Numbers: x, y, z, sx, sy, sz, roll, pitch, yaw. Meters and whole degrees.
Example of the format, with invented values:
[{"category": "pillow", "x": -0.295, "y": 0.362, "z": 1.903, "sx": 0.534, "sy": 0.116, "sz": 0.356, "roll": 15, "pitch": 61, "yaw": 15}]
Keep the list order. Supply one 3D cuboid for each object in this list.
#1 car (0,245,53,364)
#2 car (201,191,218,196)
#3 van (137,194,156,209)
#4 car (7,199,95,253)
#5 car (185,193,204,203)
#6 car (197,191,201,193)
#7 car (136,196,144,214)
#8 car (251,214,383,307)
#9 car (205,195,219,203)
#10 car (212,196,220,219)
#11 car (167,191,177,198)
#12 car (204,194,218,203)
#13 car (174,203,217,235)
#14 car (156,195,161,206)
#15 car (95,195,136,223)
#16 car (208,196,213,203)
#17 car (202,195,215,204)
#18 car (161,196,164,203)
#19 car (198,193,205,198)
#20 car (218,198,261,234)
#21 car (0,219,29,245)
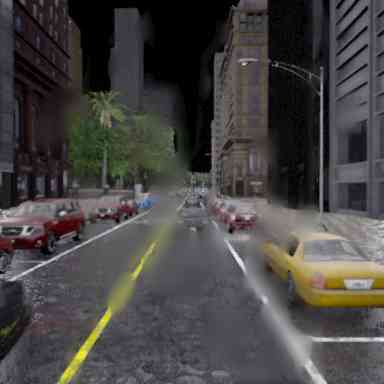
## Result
[{"category": "car", "x": -3.095, "y": 1.531, "z": 2.198, "sx": 2.033, "sy": 1.411, "sz": 5.357, "roll": 0, "pitch": 0, "yaw": 0}, {"category": "car", "x": 2.749, "y": 1.030, "z": 45.624, "sx": 2.192, "sy": 1.841, "sz": 5.009, "roll": 0, "pitch": 0, "yaw": 0}, {"category": "van", "x": -5.775, "y": 1.089, "z": 40.212, "sx": 1.690, "sy": 1.788, "sz": 3.998, "roll": 0, "pitch": 0, "yaw": 0}, {"category": "car", "x": -5.769, "y": 1.229, "z": 13.082, "sx": 2.192, "sy": 1.841, "sz": 5.009, "roll": 0, "pitch": 0, "yaw": 0}, {"category": "car", "x": 0.092, "y": 1.218, "z": 43.941, "sx": 2.128, "sy": 1.511, "sz": 4.902, "roll": 0, "pitch": 0, "yaw": 0}, {"category": "car", "x": 2.743, "y": 1.040, "z": 82.912, "sx": 1.947, "sy": 1.339, "sz": 4.313, "roll": 0, "pitch": 0, "yaw": 0}, {"category": "car", "x": -5.772, "y": 1.358, "z": 29.361, "sx": 1.887, "sy": 1.381, "sz": 4.507, "roll": 0, "pitch": 0, "yaw": 0}, {"category": "car", "x": 2.758, "y": 1.474, "z": 7.821, "sx": 1.752, "sy": 1.417, "sz": 4.829, "roll": 0, "pitch": 0, "yaw": 0}, {"category": "car", "x": 2.752, "y": 1.332, "z": 34.775, "sx": 2.008, "sy": 1.369, "sz": 4.403, "roll": 0, "pitch": 0, "yaw": 0}, {"category": "car", "x": 2.754, "y": 1.287, "z": 23.925, "sx": 1.967, "sy": 1.590, "sz": 4.097, "roll": 0, "pitch": 0, "yaw": 0}, {"category": "car", "x": -5.784, "y": 0.988, "z": 88.350, "sx": 2.008, "sy": 1.369, "sz": 4.403, "roll": 0, "pitch": 0, "yaw": 0}, {"category": "car", "x": 2.751, "y": 1.273, "z": 40.370, "sx": 1.752, "sy": 1.417, "sz": 4.829, "roll": 0, "pitch": 0, "yaw": 0}, {"category": "car", "x": 0.091, "y": 1.485, "z": 17.843, "sx": 1.895, "sy": 1.301, "sz": 4.718, "roll": 0, "pitch": 0, "yaw": 0}, {"category": "car", "x": -5.776, "y": 1.155, "z": 45.639, "sx": 1.967, "sy": 1.590, "sz": 4.097, "roll": 0, "pitch": 0, "yaw": 0}, {"category": "car", "x": -5.772, "y": 1.161, "z": 23.934, "sx": 2.192, "sy": 1.841, "sz": 5.009, "roll": 0, "pitch": 0, "yaw": 0}, {"category": "car", "x": 2.752, "y": 1.359, "z": 29.351, "sx": 1.887, "sy": 1.381, "sz": 4.507, "roll": 0, "pitch": 0, "yaw": 0}, {"category": "car", "x": 2.748, "y": 1.213, "z": 56.476, "sx": 1.947, "sy": 1.339, "sz": 4.313, "roll": 0, "pitch": 0, "yaw": 0}, {"category": "car", "x": -5.777, "y": 1.228, "z": 56.492, "sx": 1.802, "sy": 1.307, "sz": 4.206, "roll": 0, "pitch": 0, "yaw": 0}, {"category": "car", "x": 2.741, "y": 0.925, "z": 93.922, "sx": 1.752, "sy": 1.417, "sz": 4.829, "roll": 0, "pitch": 0, "yaw": 0}, {"category": "car", "x": 2.755, "y": 1.321, "z": 18.500, "sx": 1.967, "sy": 1.590, "sz": 4.097, "roll": 0, "pitch": 0, "yaw": 0}, {"category": "car", "x": -5.767, "y": 1.530, "z": 7.658, "sx": 1.802, "sy": 1.307, "sz": 4.206, "roll": 0, "pitch": 0, "yaw": 0}]
